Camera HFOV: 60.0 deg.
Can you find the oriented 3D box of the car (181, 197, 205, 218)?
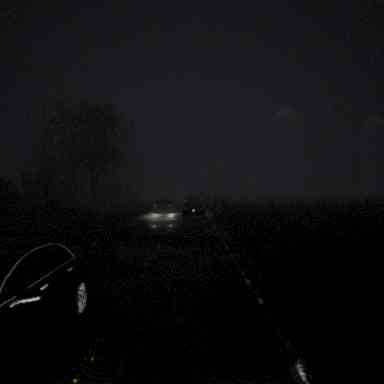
[{"bbox_3d":[0.111,1.422,28.480,1.994,1.385,4.181,0,0,-1],"label":"car"}]

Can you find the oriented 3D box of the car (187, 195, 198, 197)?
[{"bbox_3d":[0.108,1.155,40.803,2.097,1.767,4.553,0,0,0],"label":"car"}]

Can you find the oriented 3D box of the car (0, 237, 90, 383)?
[{"bbox_3d":[-2.849,1.483,4.512,1.837,1.490,4.892,0,0,0],"label":"car"}]

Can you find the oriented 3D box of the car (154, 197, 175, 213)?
[{"bbox_3d":[-2.836,1.309,34.572,1.882,1.535,5.008,0,0,0],"label":"car"}]
